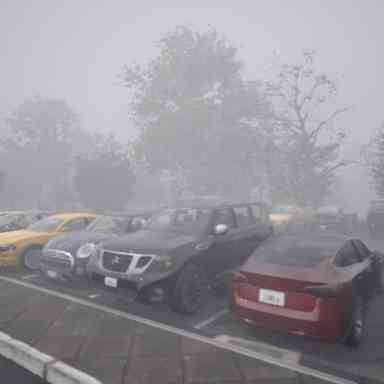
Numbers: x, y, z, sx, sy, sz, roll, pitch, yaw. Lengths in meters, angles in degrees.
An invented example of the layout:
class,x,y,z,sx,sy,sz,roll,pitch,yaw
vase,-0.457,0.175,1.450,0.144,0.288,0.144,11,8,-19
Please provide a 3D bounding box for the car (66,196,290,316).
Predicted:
class,x,y,z,sx,sy,sz,roll,pitch,yaw
car,0.178,1.234,8.110,2.435,2.045,5.566,0,0,36

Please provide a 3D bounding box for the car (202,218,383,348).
class,x,y,z,sx,sy,sz,roll,pitch,yaw
car,2.470,1.515,6.541,2.163,1.488,4.792,0,0,36

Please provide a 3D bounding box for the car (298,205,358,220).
class,x,y,z,sx,sy,sz,roll,pitch,yaw
car,7.975,1.485,18.641,2.231,1.521,4.892,0,0,36

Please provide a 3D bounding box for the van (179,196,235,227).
class,x,y,z,sx,sy,sz,roll,pitch,yaw
van,1.194,1.282,23.648,1.878,1.987,4.442,0,0,36

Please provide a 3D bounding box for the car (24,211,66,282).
class,x,y,z,sx,sy,sz,roll,pitch,yaw
car,-2.041,1.362,9.772,2.185,1.767,4.553,0,0,36

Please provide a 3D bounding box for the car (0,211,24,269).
class,x,y,z,sx,sy,sz,roll,pitch,yaw
car,-4.313,1.494,11.368,2.097,1.535,5.008,0,0,36

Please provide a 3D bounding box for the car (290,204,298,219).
class,x,y,z,sx,sy,sz,roll,pitch,yaw
car,5.621,1.483,20.107,1.946,1.575,5.366,0,0,36

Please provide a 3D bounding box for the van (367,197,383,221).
class,x,y,z,sx,sy,sz,roll,pitch,yaw
van,10.300,1.259,17.129,1.878,1.987,4.442,0,0,36
